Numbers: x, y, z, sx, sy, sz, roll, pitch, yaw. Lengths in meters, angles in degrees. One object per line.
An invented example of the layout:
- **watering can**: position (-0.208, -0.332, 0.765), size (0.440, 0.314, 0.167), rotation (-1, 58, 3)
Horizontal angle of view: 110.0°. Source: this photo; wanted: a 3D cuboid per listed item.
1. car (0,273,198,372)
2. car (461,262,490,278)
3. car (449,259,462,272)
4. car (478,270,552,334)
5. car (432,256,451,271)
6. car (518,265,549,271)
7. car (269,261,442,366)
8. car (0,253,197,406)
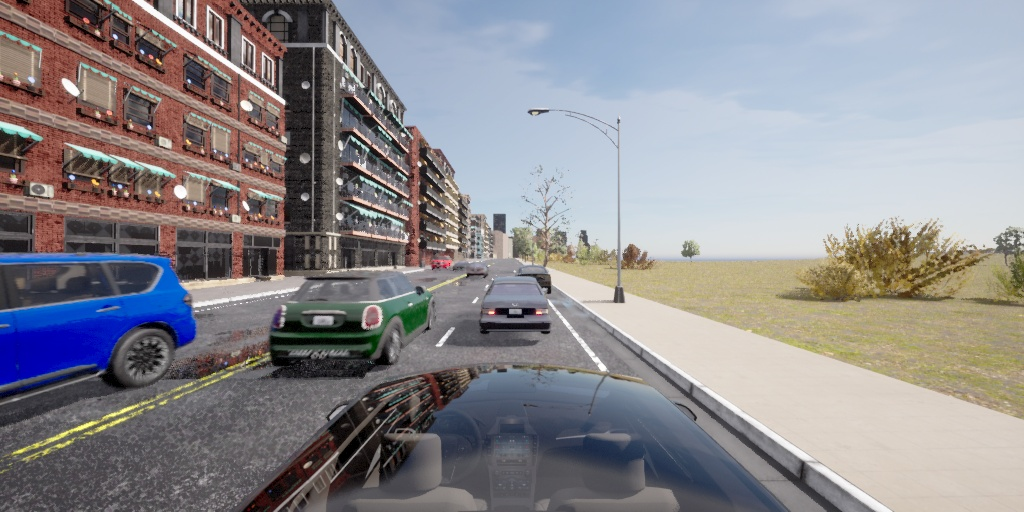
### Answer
- **car**: position (-9.856, 1.242, 7.598), size (2.128, 1.511, 4.902), rotation (0, 0, 0)
- **car**: position (-3.183, 1.299, 33.917), size (2.033, 1.411, 5.357), rotation (0, 0, 0)
- **car**: position (-6.644, 1.315, 47.346), size (1.994, 1.385, 4.181), rotation (0, 0, 0)
- **car**: position (0.093, 1.299, 10.586), size (2.033, 1.411, 5.357), rotation (0, 0, 0)
- **car**: position (-9.898, 0.972, 50.793), size (2.150, 2.045, 5.566), rotation (0, 0, 0)
- **car**: position (1.118, 1.230, 20.350), size (1.882, 1.535, 5.008), rotation (0, 0, 0)
- **car**: position (-3.159, 1.102, 8.122), size (2.097, 1.767, 4.553), rotation (0, 0, 0)
- **car**: position (-6.604, 0.972, 3.934), size (2.150, 2.045, 5.566), rotation (0, 0, 0)
